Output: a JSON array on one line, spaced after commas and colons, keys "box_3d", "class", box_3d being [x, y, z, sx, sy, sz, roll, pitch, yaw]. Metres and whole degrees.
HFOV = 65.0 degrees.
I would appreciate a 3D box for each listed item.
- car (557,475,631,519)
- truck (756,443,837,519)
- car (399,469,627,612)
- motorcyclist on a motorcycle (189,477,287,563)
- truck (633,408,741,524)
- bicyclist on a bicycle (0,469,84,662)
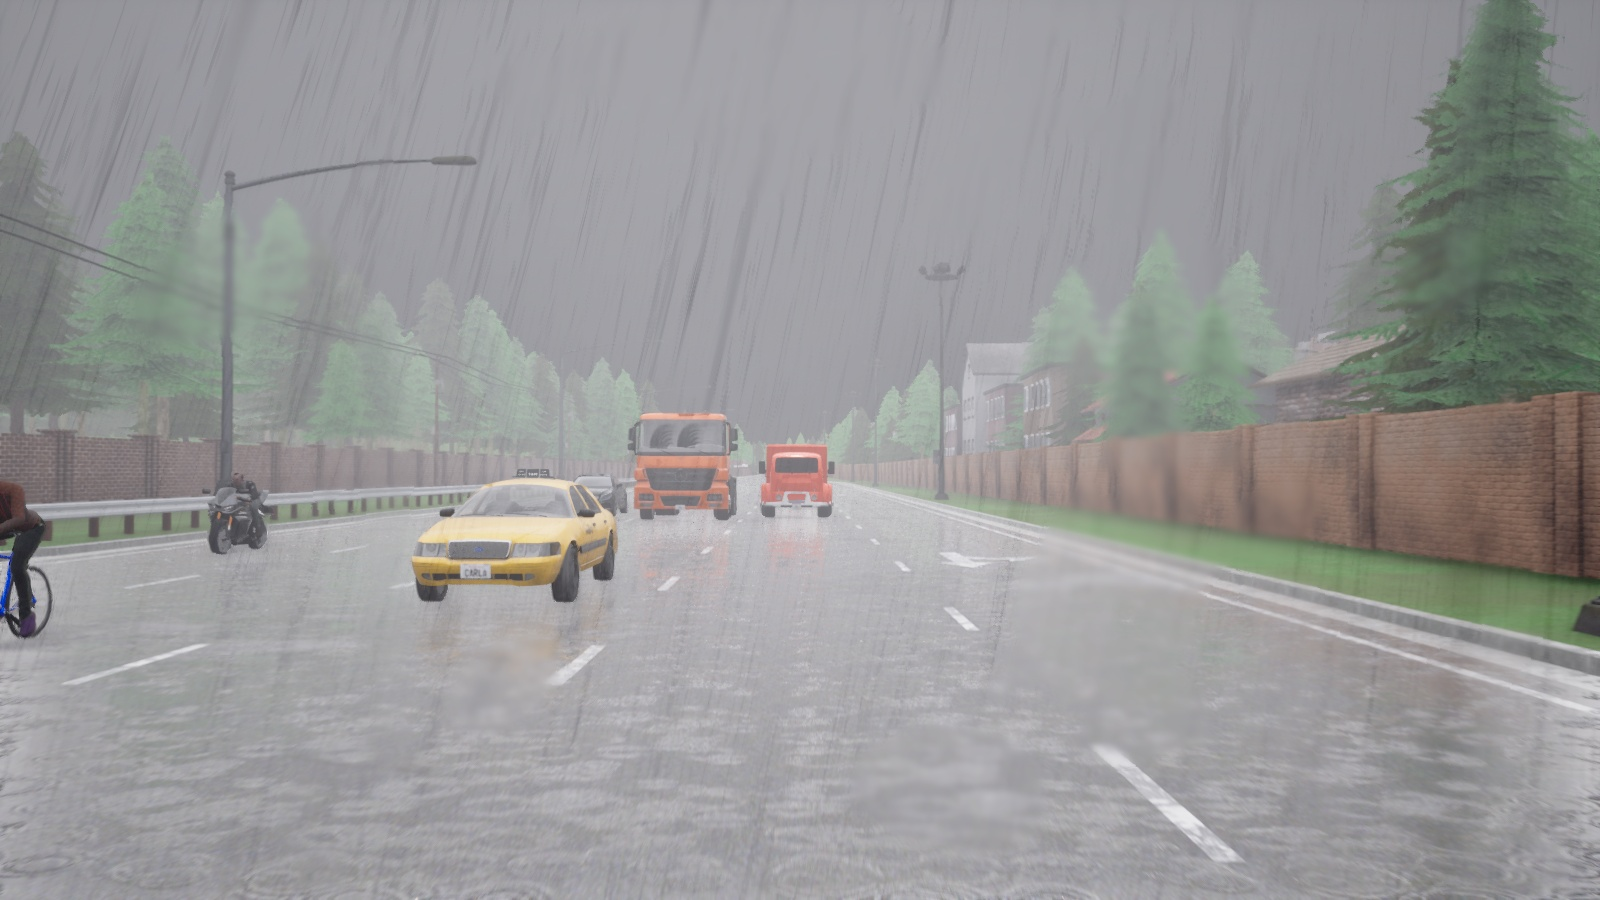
[{"box_3d": [-7.108, 1.601, 43.756, 1.812, 1.442, 4.674, 0, -1, 0], "class": "car"}, {"box_3d": [-0.110, 1.056, 43.445, 2.627, 2.467, 5.204, 0, -1, 0], "class": "truck"}, {"box_3d": [-3.542, 1.045, 16.580, 1.801, 1.575, 5.366, 0, -1, 0], "class": "car"}, {"box_3d": [-10.559, 1.288, 23.671, 0.866, 1.530, 2.191, 0, -1, 0], "class": "motorcyclist on a motorcycle"}, {"box_3d": [-3.608, 0.547, 41.824, 2.891, 3.462, 7.936, 0, -1, 0], "class": "truck"}, {"box_3d": [-7.028, 0.980, 10.994, 0.582, 1.620, 1.656, 0, -1, 0], "class": "bicyclist on a bicycle"}]
